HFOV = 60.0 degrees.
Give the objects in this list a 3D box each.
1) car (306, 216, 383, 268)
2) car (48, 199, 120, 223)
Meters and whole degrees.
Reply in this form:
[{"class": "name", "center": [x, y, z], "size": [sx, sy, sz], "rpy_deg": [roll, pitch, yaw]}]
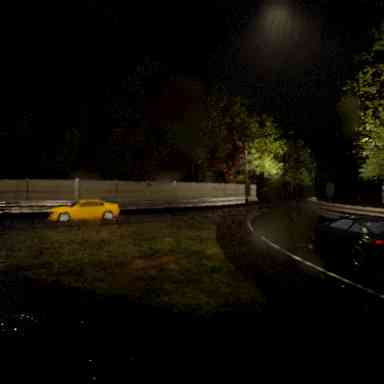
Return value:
[{"class": "car", "center": [5.507, 1.488, 11.064], "size": [1.994, 1.385, 4.181], "rpy_deg": [0, 0, -7]}, {"class": "car", "center": [-7.798, 1.304, 24.206], "size": [5.008, 1.535, 1.882], "rpy_deg": [-1, 1, -32]}]
